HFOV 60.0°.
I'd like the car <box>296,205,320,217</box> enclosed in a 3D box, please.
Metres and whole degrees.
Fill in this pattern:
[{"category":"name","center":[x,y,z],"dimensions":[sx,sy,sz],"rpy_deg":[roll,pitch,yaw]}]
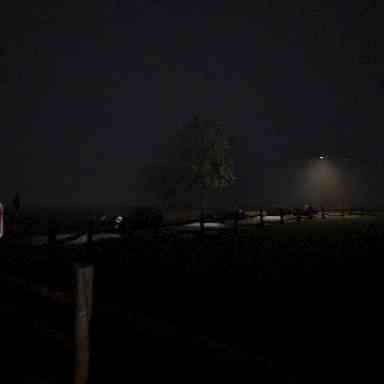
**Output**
[{"category":"car","center":[13.759,2.244,39.997],"dimensions":[2.033,1.411,5.357],"rpy_deg":[0,-1,38]}]

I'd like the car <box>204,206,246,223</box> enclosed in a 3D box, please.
[{"category":"car","center":[3.088,2.061,31.091],"dimensions":[2.033,1.411,5.357],"rpy_deg":[0,-1,38]}]

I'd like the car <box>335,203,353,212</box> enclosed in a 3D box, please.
[{"category":"car","center":[24.639,2.506,53.966],"dimensions":[1.994,1.385,4.181],"rpy_deg":[0,-1,38]}]

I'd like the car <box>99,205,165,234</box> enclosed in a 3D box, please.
[{"category":"car","center":[-3.881,1.699,22.151],"dimensions":[2.097,1.767,4.553],"rpy_deg":[0,-1,38]}]

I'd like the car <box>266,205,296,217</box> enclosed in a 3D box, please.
[{"category":"car","center":[10.667,2.252,40.786],"dimensions":[1.994,1.385,4.181],"rpy_deg":[0,-1,38]}]
